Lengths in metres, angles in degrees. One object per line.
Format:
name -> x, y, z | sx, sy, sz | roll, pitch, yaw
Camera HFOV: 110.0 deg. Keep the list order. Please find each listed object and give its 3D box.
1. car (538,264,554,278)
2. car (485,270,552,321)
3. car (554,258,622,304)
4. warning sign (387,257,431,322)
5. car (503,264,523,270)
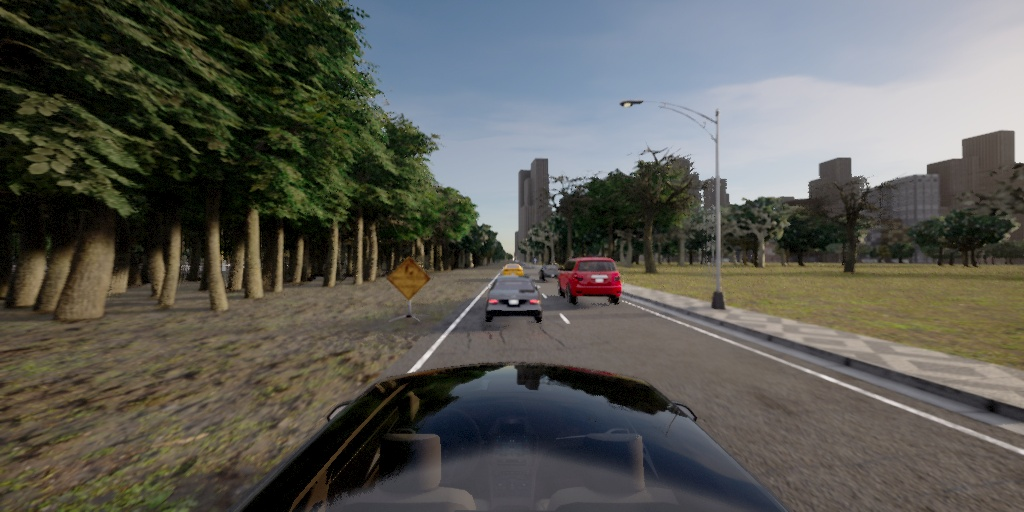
car -> 3.585, 1.531, 33.985 | 2.128, 1.511, 4.902 | 0, 0, 0
car -> 0.064, 1.397, 12.865 | 2.033, 1.411, 5.357 | 0, 0, 0
car -> 3.585, 1.112, 17.354 | 2.150, 2.045, 5.566 | 0, 0, 0
warning sign -> -3.052, 0.945, 10.645 | 1.300, 1.860, 1.060 | 0, 0, 0
car -> 0.089, 1.533, 35.783 | 1.882, 1.535, 5.008 | 0, 0, 0
